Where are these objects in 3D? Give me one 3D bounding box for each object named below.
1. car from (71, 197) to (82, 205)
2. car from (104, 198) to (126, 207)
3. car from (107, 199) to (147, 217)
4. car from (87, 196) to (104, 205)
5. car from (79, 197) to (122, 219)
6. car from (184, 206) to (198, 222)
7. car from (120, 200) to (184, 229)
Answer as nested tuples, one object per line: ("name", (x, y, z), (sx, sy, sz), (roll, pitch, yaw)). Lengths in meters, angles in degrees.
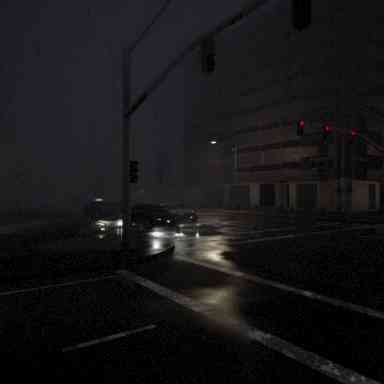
("car", (-20.010, 1.547, 58.895), (2.128, 1.511, 4.902), (0, 0, -35))
("car", (-12.782, 1.656, 54.780), (1.895, 1.301, 4.718), (0, 0, -36))
("car", (-6.642, 1.547, 33.743), (2.128, 1.511, 4.902), (0, 0, -35))
("car", (-18.061, 1.581, 62.202), (1.812, 1.442, 4.674), (0, 0, -34))
("car", (-8.178, 1.533, 29.863), (1.882, 1.535, 5.008), (0, 0, -35))
("car", (-1.395, 1.581, 26.404), (1.812, 1.442, 4.674), (0, 0, -36))
("car", (-2.849, 1.560, 22.379), (1.837, 1.490, 4.892), (0, 0, -35))
